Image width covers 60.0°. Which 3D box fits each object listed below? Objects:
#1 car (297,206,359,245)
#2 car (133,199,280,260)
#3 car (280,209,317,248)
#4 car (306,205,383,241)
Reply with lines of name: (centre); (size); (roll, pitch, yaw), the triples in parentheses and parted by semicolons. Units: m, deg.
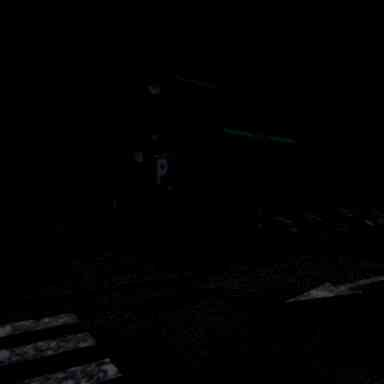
car: (5.139, 1.622, 16.267); (4.892, 1.521, 2.231); (0, -1, 36)
car: (0.195, 1.297, 12.993); (5.566, 2.045, 2.435); (0, -1, 36)
car: (2.681, 1.624, 14.621); (4.674, 1.452, 2.002); (-1, -1, 36)
car: (7.580, 1.532, 17.928); (4.553, 1.767, 2.185); (-1, -2, 36)
